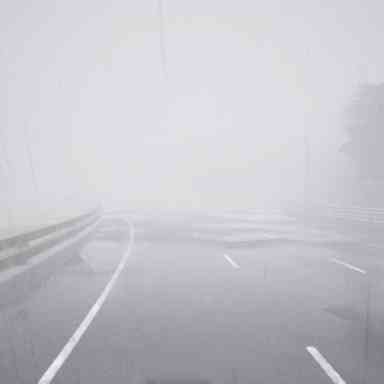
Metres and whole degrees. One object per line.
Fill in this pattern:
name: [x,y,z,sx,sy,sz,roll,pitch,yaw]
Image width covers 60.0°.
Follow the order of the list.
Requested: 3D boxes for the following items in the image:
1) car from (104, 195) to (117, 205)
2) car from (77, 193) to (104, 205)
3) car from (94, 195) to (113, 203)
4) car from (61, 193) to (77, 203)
car: [-15.534,1.530,61.359,1.882,1.535,5.008,0,0,-35]
car: [-18.096,1.257,58.917,2.150,2.045,5.566,0,0,-35]
car: [-19.157,1.475,71.788,1.882,1.535,5.008,0,0,-43]
car: [-24.490,1.195,67.254,2.150,2.045,5.566,0,0,-43]
